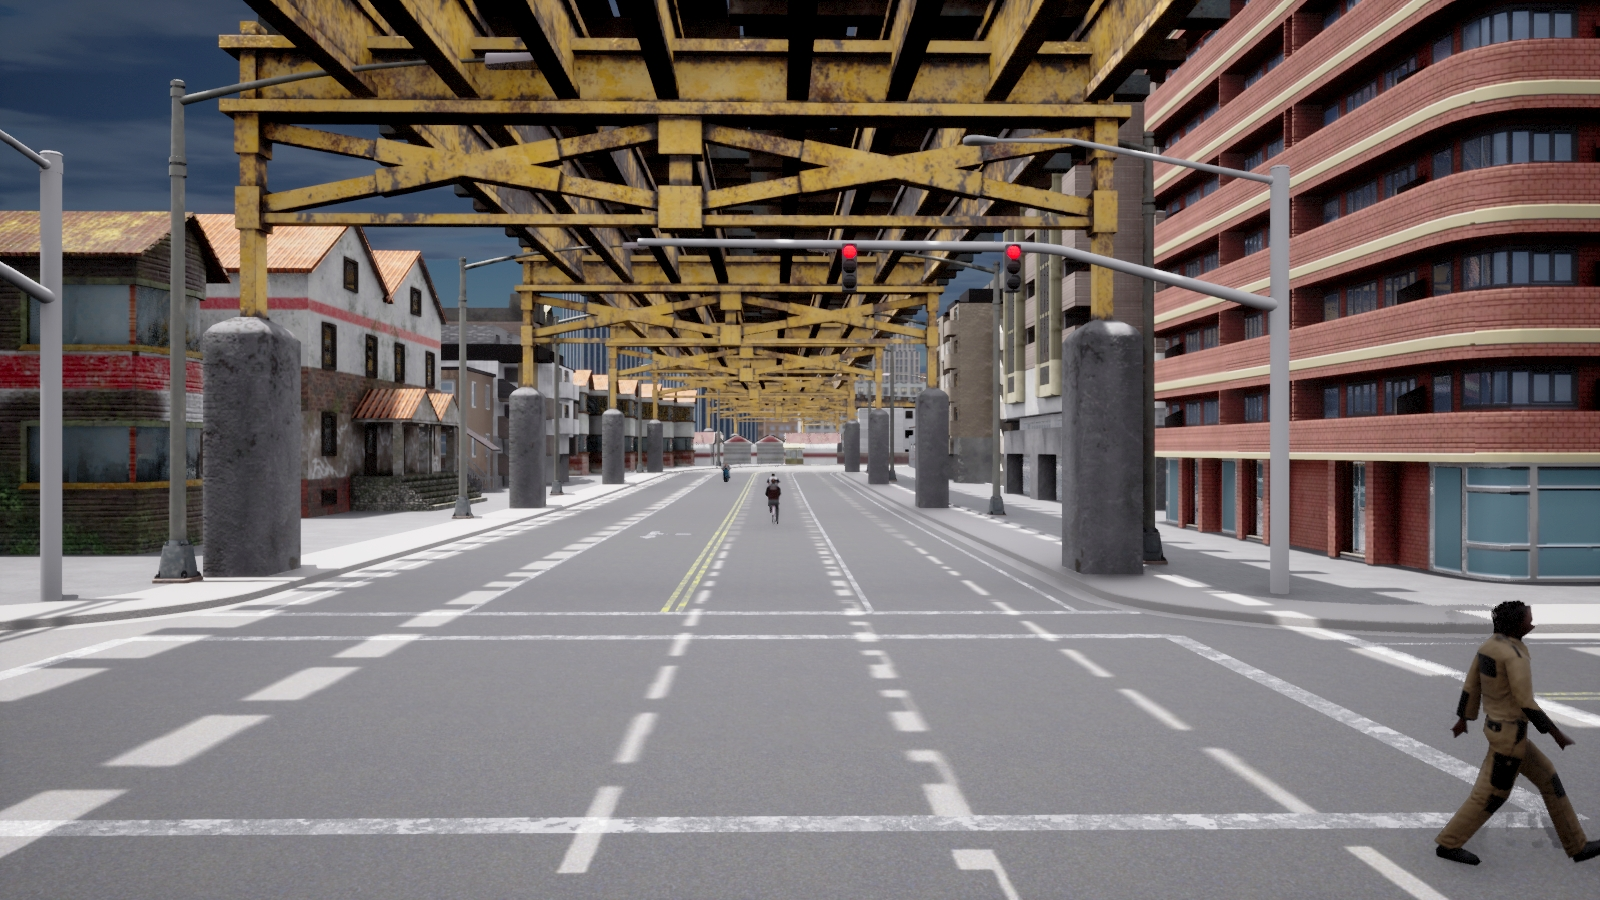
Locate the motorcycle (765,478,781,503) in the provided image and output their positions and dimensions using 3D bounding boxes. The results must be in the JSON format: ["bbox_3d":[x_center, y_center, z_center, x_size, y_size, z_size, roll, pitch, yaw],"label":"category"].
[{"bbox_3d":[-1.406,2.095,59.363,0.803,1.224,2.033,0,0,-1],"label":"motorcycle"}]

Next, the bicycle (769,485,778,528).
[{"bbox_3d":[-0.984,2.044,41.753,0.329,1.496,1.835,0,0,-2],"label":"bicycle"}]

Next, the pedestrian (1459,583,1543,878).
[{"bbox_3d":[4.679,1.848,7.642,0.375,1.860,0.375,0,0,13],"label":"pedestrian"}]
